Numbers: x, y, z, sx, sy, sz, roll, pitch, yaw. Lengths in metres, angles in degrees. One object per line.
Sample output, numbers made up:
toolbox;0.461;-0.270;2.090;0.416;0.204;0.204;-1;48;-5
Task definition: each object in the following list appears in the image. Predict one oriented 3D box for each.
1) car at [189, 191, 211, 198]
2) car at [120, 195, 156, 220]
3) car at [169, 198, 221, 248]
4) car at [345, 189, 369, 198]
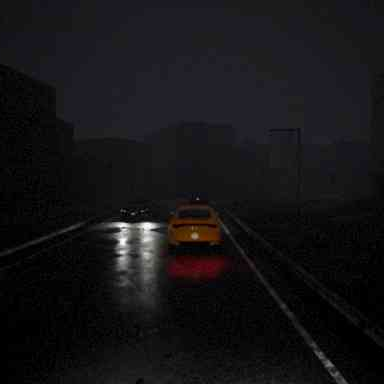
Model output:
car;0.897;0.606;34.566;1.994;1.385;4.181;0;2;9
car;-3.547;0.996;22.548;1.837;1.490;4.892;0;2;1
car;0.098;1.271;13.728;1.882;1.535;5.008;0;2;0
car;28.283;0.218;55.599;5.008;1.535;1.882;2;3;0
